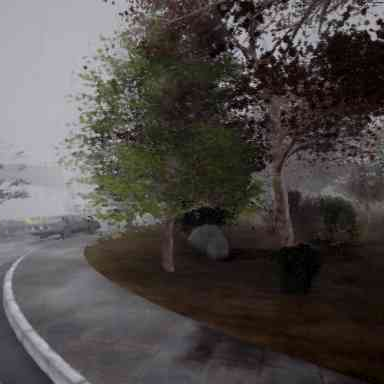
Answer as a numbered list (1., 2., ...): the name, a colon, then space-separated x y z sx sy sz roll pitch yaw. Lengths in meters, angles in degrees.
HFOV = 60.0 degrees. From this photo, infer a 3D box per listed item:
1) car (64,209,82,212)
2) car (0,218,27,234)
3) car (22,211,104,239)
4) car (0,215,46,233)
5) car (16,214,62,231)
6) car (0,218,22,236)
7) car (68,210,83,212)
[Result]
1. car: -18.044 3.755 48.726 5.566 2.045 2.435 -5 -2 -3
2. car: -21.481 3.881 37.301 4.792 1.488 2.163 -5 -2 -3
3. car: -8.374 2.256 22.412 2.033 1.411 5.357 -5 -2 17
4. car: -20.774 3.899 40.148 5.366 1.575 1.946 -5 -2 -3
5. car: -19.717 3.924 43.012 4.892 1.521 2.231 -5 -2 -3
6. car: -17.845 3.427 32.106 1.994 1.385 4.181 -5 -2 17
7. car: -15.252 3.462 40.640 2.128 1.511 4.902 -5 -2 17
